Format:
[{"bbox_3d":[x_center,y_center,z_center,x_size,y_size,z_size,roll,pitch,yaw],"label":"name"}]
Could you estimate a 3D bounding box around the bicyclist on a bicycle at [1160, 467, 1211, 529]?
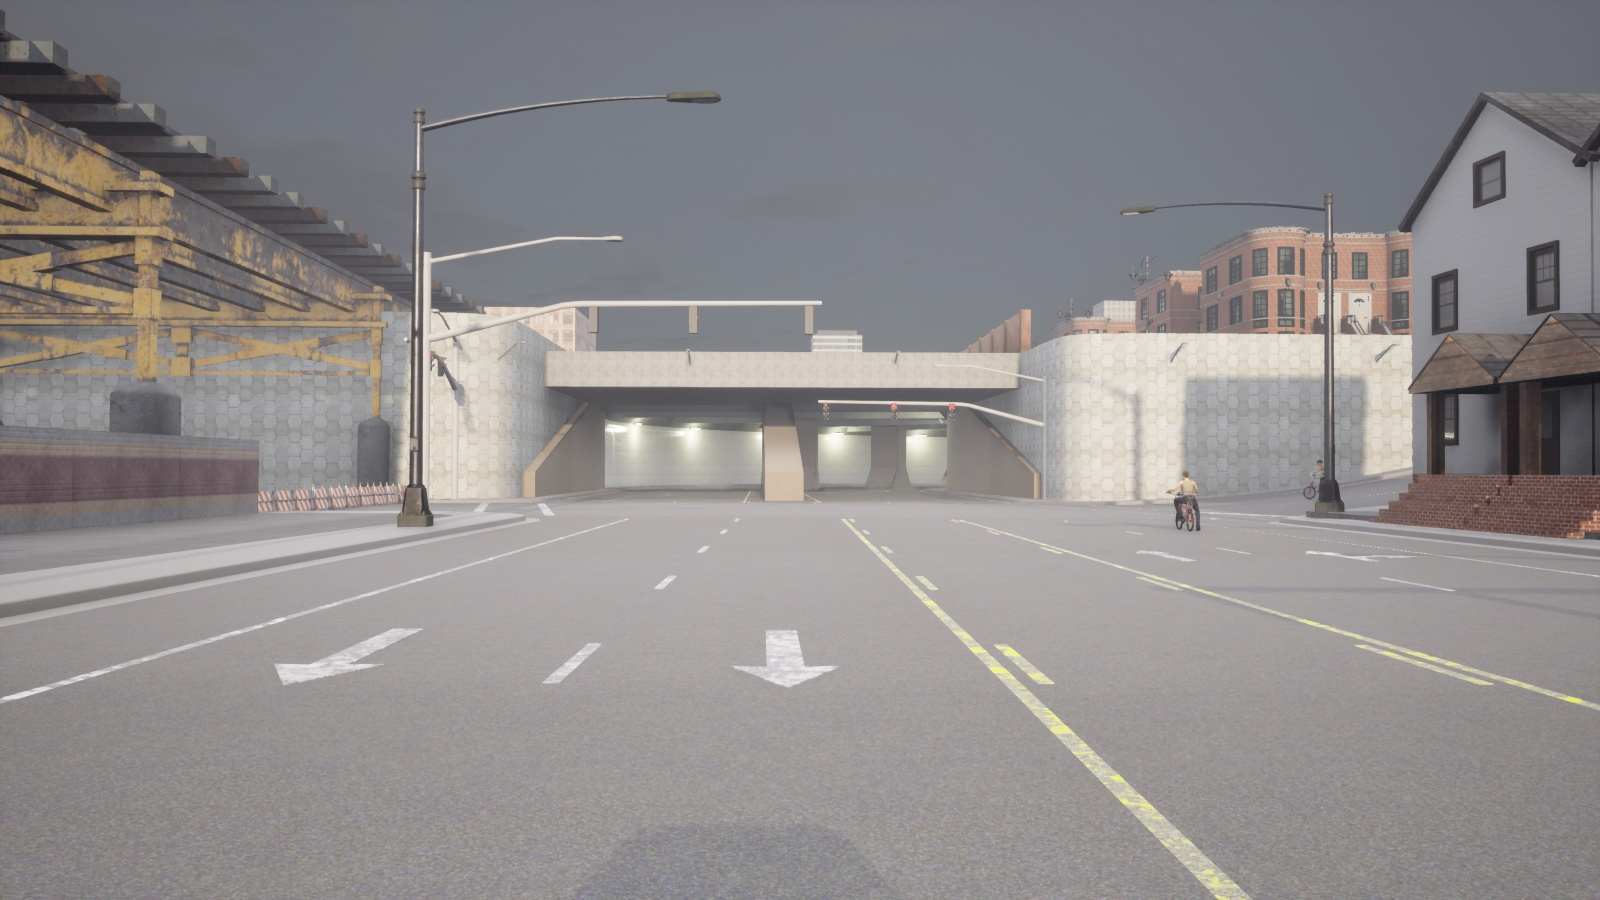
[{"bbox_3d":[10.309,1.273,33.622,0.866,1.612,1.509,0,-1,0],"label":"bicyclist on a bicycle"}]
